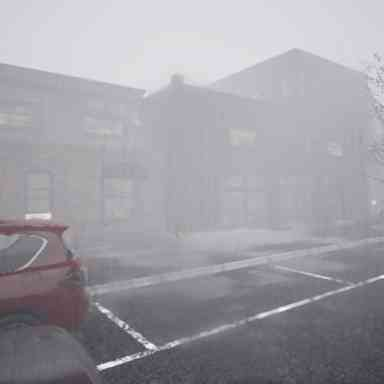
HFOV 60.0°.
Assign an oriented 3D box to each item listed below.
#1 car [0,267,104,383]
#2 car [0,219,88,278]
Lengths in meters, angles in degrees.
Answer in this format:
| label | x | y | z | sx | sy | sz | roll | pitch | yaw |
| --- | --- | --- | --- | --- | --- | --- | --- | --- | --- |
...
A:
| label | x | y | z | sx | sy | sz | roll | pitch | yaw |
| --- | --- | --- | --- | --- | --- | --- | --- | --- | --- |
| car | -2.939 | 1.560 | 1.260 | 5.357 | 1.411 | 2.033 | 0 | 0 | -36 |
| car | -3.747 | 1.329 | 3.876 | 5.009 | 1.841 | 2.192 | 0 | 0 | -36 |
